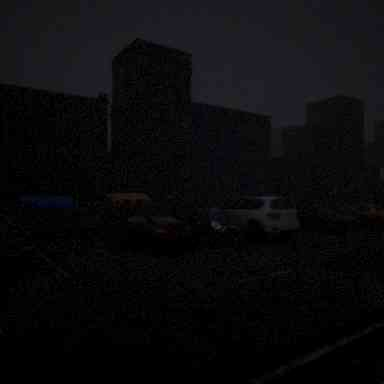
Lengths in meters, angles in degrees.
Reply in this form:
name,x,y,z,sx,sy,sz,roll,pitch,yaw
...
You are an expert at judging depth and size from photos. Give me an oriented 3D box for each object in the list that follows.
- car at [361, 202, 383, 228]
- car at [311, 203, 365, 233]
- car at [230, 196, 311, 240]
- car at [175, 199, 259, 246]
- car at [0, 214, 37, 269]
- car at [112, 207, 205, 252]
name,x,y,z,sx,sy,sz,roll,pitch,yaw
car,9.726,1.517,21.904,2.163,1.488,4.792,0,0,-35
car,7.452,1.514,20.309,2.163,1.488,4.792,0,0,-35
car,2.867,1.229,17.163,2.435,2.045,5.566,0,0,-35
car,0.562,1.355,15.551,2.185,1.767,4.553,0,0,-35
car,-6.323,1.486,10.692,2.231,1.521,4.892,0,0,-35
car,-1.768,1.521,13.875,2.002,1.452,4.674,0,0,-35
